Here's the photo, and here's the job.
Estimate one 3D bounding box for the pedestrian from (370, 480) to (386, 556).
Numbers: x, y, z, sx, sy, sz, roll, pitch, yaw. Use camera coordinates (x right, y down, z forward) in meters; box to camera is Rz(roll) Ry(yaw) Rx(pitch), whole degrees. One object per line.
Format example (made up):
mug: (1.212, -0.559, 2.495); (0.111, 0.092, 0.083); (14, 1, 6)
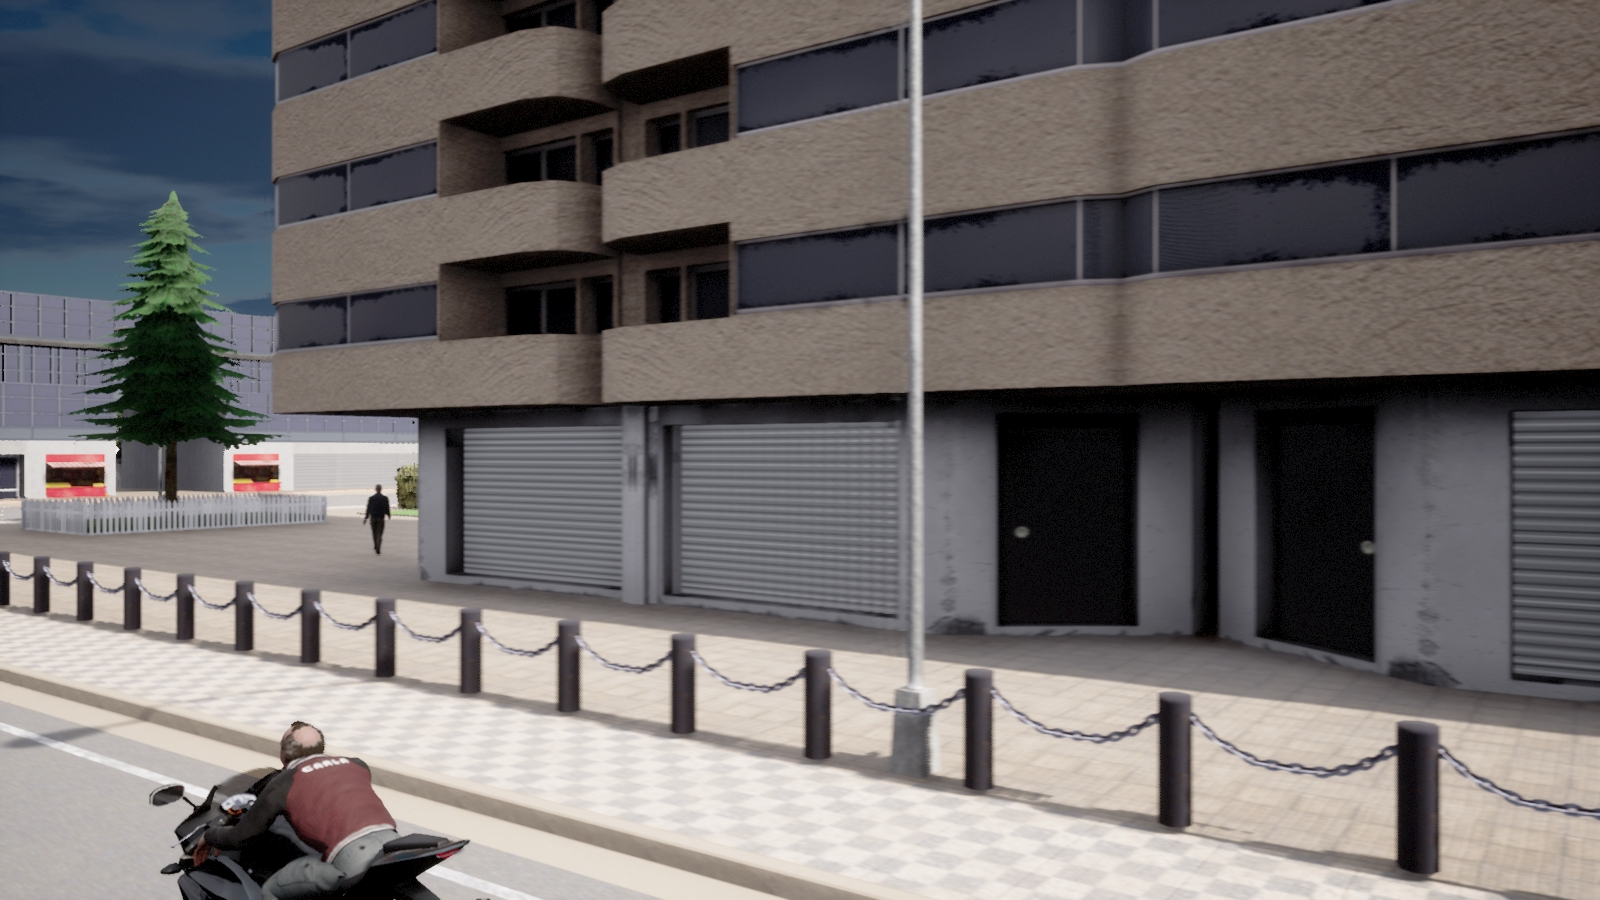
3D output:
pedestrian: (-10.499, 1.675, 28.411); (0.375, 1.860, 0.375); (0, 0, -20)

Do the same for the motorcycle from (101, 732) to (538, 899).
motorcycle: (-2.333, 2.205, 5.418); (2.209, 1.251, 0.867); (0, 0, 35)
